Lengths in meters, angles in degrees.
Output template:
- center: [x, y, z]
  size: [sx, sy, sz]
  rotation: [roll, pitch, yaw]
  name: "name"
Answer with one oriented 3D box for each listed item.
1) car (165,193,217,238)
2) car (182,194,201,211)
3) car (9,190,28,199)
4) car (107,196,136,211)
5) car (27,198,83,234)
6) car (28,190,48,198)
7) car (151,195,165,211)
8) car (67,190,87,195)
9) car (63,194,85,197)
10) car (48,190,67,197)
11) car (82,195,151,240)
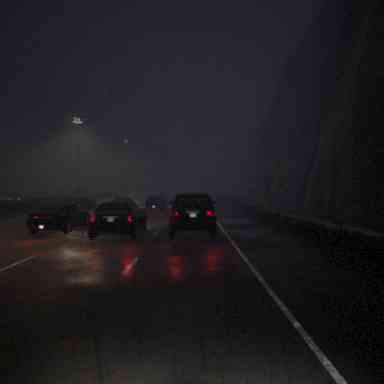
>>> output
- center: [0.030, 1.045, 16.807]
  size: [2.150, 2.045, 5.566]
  rotation: [0, 1, 0]
  name: "car"
- center: [-0.052, 0.998, 34.900]
  size: [1.882, 1.535, 5.008]
  rotation: [0, 1, 0]
  name: "car"
- center: [-31.768, 0.387, 61.322]
  size: [1.837, 1.490, 4.892]
  rotation: [0, 2, 0]
  name: "car"
- center: [-7.046, 1.114, 33.673]
  size: [1.994, 1.385, 4.181]
  rotation: [0, 1, 0]
  name: "car"
- center: [-6.975, 1.322, 17.800]
  size: [1.837, 1.490, 4.892]
  rotation: [0, 1, 0]
  name: "car"
- center: [-28.276, 0.358, 62.731]
  size: [2.128, 1.511, 4.902]
  rotation: [0, 2, 0]
  name: "car"
- center: [-3.544, 1.060, 33.275]
  size: [1.837, 1.490, 4.892]
  rotation: [0, 1, 0]
  name: "car"
- center: [-21.287, 0.332, 62.796]
  size: [1.837, 1.490, 4.892]
  rotation: [0, 2, 0]
  name: "car"
- center: [-10.536, 1.196, 31.465]
  size: [1.895, 1.301, 4.718]
  rotation: [0, 1, 0]
  name: "car"
- center: [-24.781, 0.390, 62.774]
  size: [1.994, 1.385, 4.181]
  rotation: [0, 2, 0]
  name: "car"
- center: [-3.469, 1.186, 16.264]
  size: [2.097, 1.767, 4.553]
  rotation: [0, 1, 0]
  name: "car"
